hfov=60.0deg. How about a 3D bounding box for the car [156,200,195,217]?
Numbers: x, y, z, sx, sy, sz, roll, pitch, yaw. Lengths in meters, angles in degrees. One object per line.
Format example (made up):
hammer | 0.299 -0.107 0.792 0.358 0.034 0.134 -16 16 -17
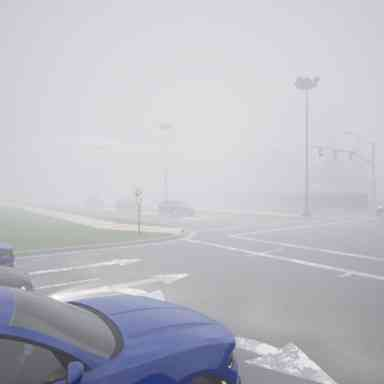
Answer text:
car | -1.637 1.505 31.839 1.837 1.490 4.892 0 0 -36

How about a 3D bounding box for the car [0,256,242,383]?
car | -1.830 1.478 2.455 5.008 1.535 1.882 0 0 -35

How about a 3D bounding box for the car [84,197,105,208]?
car | -14.557 1.491 49.465 2.128 1.511 4.902 0 0 -36

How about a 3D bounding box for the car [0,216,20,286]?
car | -6.823 1.478 7.496 5.008 1.535 1.882 0 0 -35

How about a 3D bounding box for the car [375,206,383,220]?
car | 17.034 1.351 26.208 2.097 1.767 4.553 0 0 -36

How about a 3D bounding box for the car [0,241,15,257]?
car | -4.551 1.564 4.817 4.181 1.385 1.994 0 0 -35

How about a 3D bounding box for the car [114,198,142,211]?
car | -7.792 1.491 40.215 2.128 1.511 4.902 0 0 -36
